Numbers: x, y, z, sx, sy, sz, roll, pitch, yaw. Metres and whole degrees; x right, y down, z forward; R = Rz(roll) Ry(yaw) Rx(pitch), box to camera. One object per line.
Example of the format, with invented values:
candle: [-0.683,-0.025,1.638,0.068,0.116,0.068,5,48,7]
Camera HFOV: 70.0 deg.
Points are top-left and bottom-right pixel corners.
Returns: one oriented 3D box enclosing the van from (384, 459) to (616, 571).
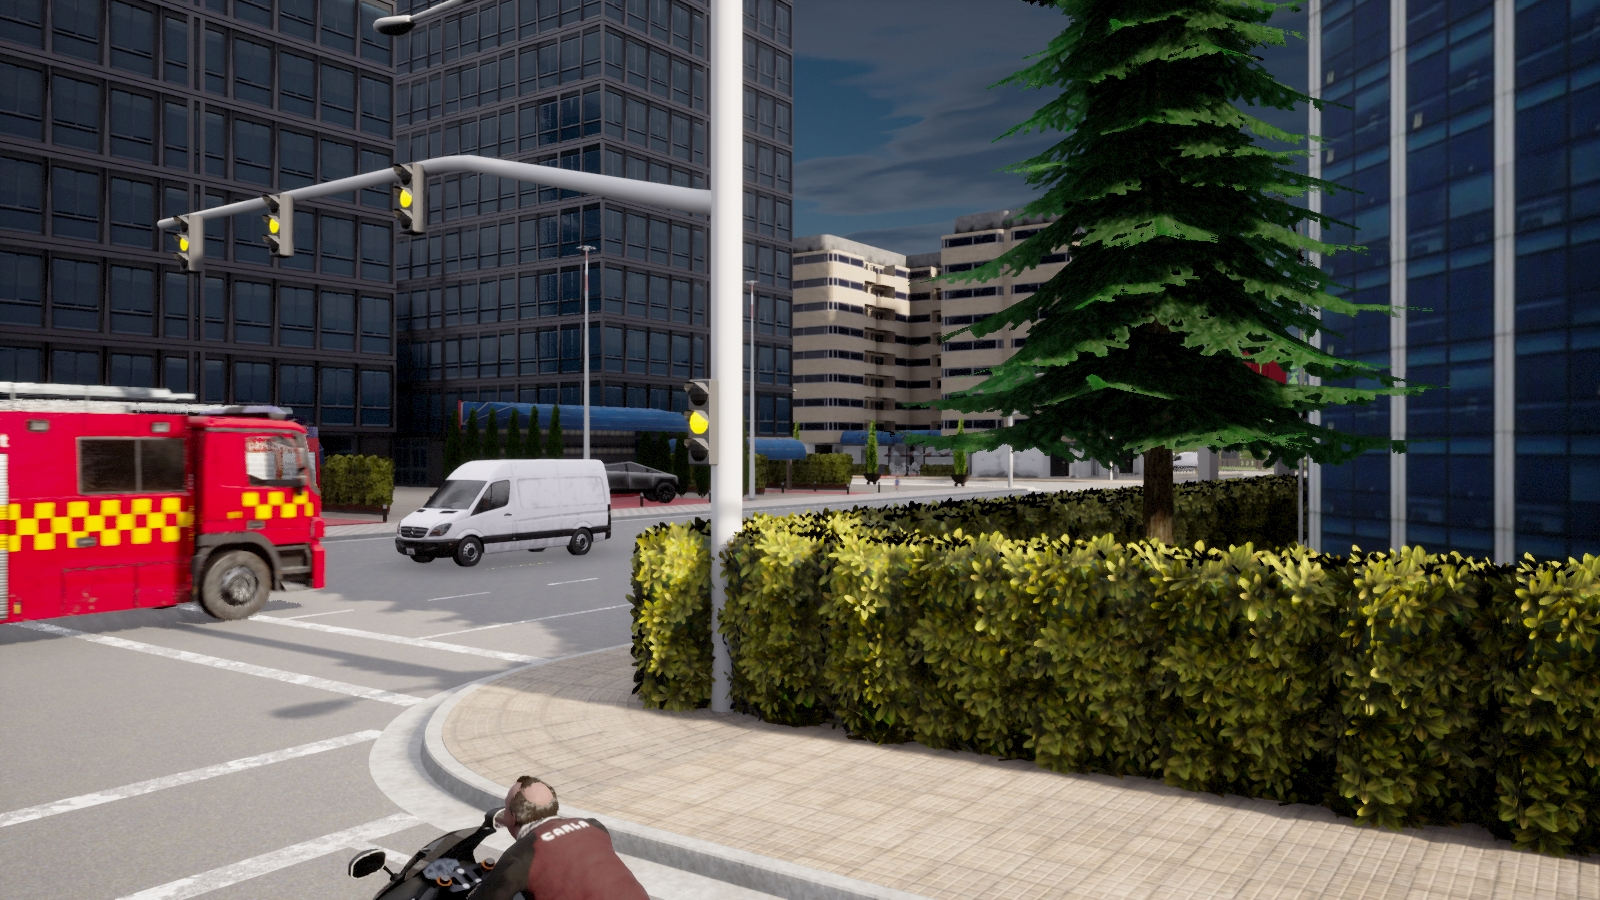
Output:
van: [-7.573,1.533,29.577,1.988,2.561,5.915,0,0,35]

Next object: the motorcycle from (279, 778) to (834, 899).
motorcycle: [-1.027,2.205,4.504,2.209,1.251,0.867,0,0,35]

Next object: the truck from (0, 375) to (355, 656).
truck: [-11.396,0.889,17.394,2.891,3.827,8.468,0,0,34]

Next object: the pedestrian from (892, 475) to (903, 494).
pedestrian: [5.914,2.074,69.229,0.500,1.100,0.500,0,0,33]
